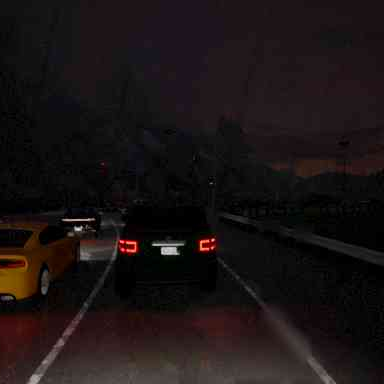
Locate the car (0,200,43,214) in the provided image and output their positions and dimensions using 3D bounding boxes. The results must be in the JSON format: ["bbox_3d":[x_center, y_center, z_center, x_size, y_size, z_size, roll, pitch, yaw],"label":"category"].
[{"bbox_3d":[-17.989,1.532,33.731,4.674,1.442,1.812,0,0,-20],"label":"car"}]

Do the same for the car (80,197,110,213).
[{"bbox_3d":[-8.501,1.509,33.481,4.892,1.490,1.837,0,0,-20],"label":"car"}]

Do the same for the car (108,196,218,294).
[{"bbox_3d":[-0.759,1.221,9.034,2.150,2.045,5.566,0,0,-7],"label":"car"}]

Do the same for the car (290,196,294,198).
[{"bbox_3d":[22.896,1.595,74.997,4.718,1.301,1.895,0,0,-23],"label":"car"}]

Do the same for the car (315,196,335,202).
[{"bbox_3d":[31.946,1.595,79.762,4.718,1.301,1.895,0,0,-30],"label":"car"}]

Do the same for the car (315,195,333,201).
[{"bbox_3d":[33.863,1.452,85.344,5.008,1.535,1.882,0,0,-34],"label":"car"}]

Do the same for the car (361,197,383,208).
[{"bbox_3d":[25.662,1.491,46.008,4.902,1.511,2.128,0,0,-20],"label":"car"}]

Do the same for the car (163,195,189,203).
[{"bbox_3d":[-3.306,1.478,69.043,5.008,1.535,1.882,0,0,-20],"label":"car"}]

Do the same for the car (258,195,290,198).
[{"bbox_3d":[15.877,1.478,64.936,5.008,1.535,1.882,0,0,-20],"label":"car"}]

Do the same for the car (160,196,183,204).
[{"bbox_3d":[-4.006,1.564,65.143,4.181,1.385,1.994,0,0,-20],"label":"car"}]

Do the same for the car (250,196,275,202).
[{"bbox_3d":[16.158,1.540,76.175,5.357,1.411,2.033,0,0,-20],"label":"car"}]

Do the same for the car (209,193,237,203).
[{"bbox_3d":[6.749,1.225,72.723,5.566,2.045,2.150,0,0,-20],"label":"car"}]

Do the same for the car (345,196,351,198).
[{"bbox_3d":[33.537,1.540,72.511,5.357,1.411,2.033,0,0,-30],"label":"car"}]

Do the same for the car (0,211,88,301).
[{"bbox_3d":[-4.166,1.478,8.305,1.882,1.535,5.008,0,0,-6],"label":"car"}]

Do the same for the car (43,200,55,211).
[{"bbox_3d":[-16.389,1.607,38.045,4.718,1.301,1.895,0,0,-20],"label":"car"}]

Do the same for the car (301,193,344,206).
[{"bbox_3d":[20.308,1.223,51.492,5.566,2.045,2.150,0,0,-20],"label":"car"}]

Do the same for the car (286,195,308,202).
[{"bbox_3d":[25.289,1.478,79.975,5.008,1.535,1.882,0,0,-27],"label":"car"}]

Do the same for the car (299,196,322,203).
[{"bbox_3d":[24.270,1.553,68.017,4.181,1.385,1.994,0,0,-20],"label":"car"}]

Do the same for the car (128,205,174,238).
[{"bbox_3d":[-2.512,1.547,19.073,2.033,1.411,5.357,0,0,-13],"label":"car"}]

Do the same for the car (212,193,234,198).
[{"bbox_3d":[5.873,1.547,68.687,5.357,1.411,2.033,0,0,-20],"label":"car"}]

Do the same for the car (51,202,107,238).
[{"bbox_3d":[-5.773,1.492,17.548,2.128,1.511,4.902,0,0,-14],"label":"car"}]

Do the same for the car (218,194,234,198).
[{"bbox_3d":[7.628,1.564,61.958,4.181,1.385,1.994,0,0,-20],"label":"car"}]

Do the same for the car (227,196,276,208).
[{"bbox_3d":[7.693,1.547,43.142,5.357,1.411,2.033,0,0,-20],"label":"car"}]

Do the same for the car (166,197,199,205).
[{"bbox_3d":[-1.685,1.547,58.556,5.357,1.411,2.033,0,0,-20],"label":"car"}]

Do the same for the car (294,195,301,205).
[{"bbox_3d":[19.955,1.492,55.093,4.902,1.511,2.128,0,0,-20],"label":"car"}]
